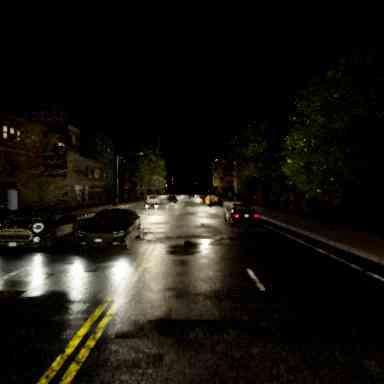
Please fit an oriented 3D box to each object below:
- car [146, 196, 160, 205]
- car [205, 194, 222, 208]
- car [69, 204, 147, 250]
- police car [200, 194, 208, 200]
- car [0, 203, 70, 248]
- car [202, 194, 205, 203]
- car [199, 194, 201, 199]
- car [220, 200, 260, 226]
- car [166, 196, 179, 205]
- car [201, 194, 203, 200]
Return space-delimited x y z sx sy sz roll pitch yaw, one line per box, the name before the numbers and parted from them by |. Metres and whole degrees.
car | -6.539 1.425 55.891 1.812 1.442 4.674 0 0 1
car | 3.248 1.412 45.915 2.128 1.511 4.902 0 0 0
car | -3.347 1.455 14.349 1.882 1.535 5.008 0 0 0
police car | 3.245 1.262 90.027 1.930 1.638 5.238 0 0 0
car | -6.597 1.328 14.462 2.097 1.767 4.553 0 0 0
car | 3.247 1.377 56.915 1.882 1.535 5.008 0 0 0
car | 3.246 1.405 78.916 2.033 1.411 5.357 0 0 0
car | 3.349 1.510 22.956 2.033 1.411 5.357 0 0 0
car | -3.292 1.402 55.977 1.837 1.490 4.892 0 0 1
car | 3.247 1.383 67.916 1.837 1.490 4.892 0 0 0
